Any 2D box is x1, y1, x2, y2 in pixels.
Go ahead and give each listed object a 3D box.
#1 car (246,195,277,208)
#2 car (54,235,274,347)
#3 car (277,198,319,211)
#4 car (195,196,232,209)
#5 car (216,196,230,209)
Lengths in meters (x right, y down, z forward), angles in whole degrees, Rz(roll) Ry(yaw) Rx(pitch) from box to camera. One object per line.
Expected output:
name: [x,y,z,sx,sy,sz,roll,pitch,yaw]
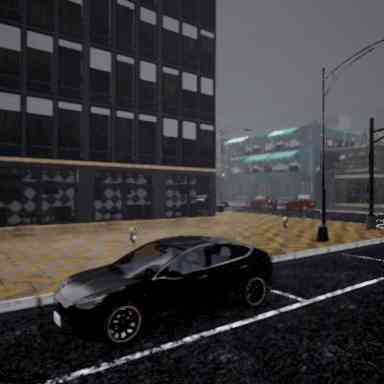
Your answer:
car: [8.419,1.113,40.412,1.967,1.590,4.097,1,0,-36]
car: [-0.285,1.564,6.353,4.313,1.339,1.947,0,0,-36]
car: [11.701,1.323,35.941,1.802,1.307,4.206,1,0,-36]
car: [2.464,1.185,38.723,1.994,1.385,4.181,0,1,-36]
car: [1.663,1.219,35.449,1.802,1.307,4.206,1,0,-36]
